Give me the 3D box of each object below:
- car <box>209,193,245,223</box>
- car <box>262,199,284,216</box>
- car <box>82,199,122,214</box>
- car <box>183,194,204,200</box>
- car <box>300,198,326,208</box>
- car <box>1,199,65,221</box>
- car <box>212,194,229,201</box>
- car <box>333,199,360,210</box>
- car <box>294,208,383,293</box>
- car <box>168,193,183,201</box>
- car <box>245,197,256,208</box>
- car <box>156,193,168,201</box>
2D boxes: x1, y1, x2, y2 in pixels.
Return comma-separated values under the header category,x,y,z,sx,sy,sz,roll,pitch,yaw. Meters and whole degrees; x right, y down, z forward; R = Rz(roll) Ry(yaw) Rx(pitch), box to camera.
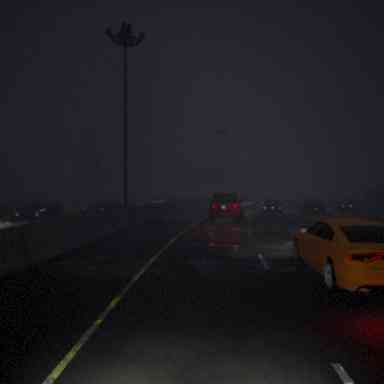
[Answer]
category,x,y,z,sx,sy,sz,roll,pitch,yaw
car,2.541,1.062,24.277,2.150,2.045,5.566,0,1,10
car,7.367,1.351,30.413,2.033,1.411,5.357,0,0,13
car,-7.538,1.319,28.442,1.812,1.442,4.674,0,0,12
car,0.597,1.040,64.338,1.882,1.535,5.008,0,0,25
car,11.095,1.285,30.782,1.882,1.535,5.008,0,0,14
car,-11.663,1.299,25.385,2.128,1.511,4.902,0,0,10
car,5.812,1.149,67.125,1.895,1.301,4.718,0,0,27
car,15.216,1.347,32.925,2.033,1.411,5.357,0,0,15
car,4.053,1.424,8.702,1.882,1.535,5.008,0,0,4
car,-2.383,1.143,66.246,1.895,1.301,4.718,0,0,25
car,6.867,1.328,41.549,1.895,1.301,4.718,0,0,17
car,-5.595,1.028,67.647,1.837,1.490,4.892,0,0,25
